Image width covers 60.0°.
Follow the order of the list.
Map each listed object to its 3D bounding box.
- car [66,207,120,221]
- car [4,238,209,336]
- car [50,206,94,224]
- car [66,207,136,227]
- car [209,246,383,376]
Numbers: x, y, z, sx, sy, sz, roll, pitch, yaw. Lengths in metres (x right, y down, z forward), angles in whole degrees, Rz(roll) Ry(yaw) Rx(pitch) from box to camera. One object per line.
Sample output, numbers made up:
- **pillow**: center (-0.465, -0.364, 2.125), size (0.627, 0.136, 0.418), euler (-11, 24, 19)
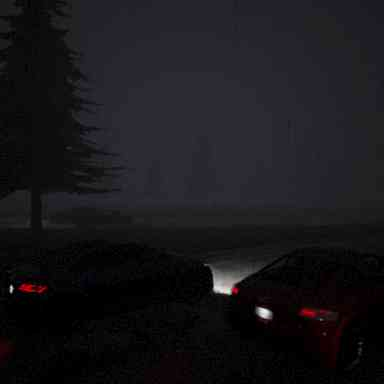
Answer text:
- **car**: center (-9.610, 2.111, 32.526), size (4.718, 1.301, 1.895), euler (0, -1, -3)
- **car**: center (-1.546, 1.676, 7.002), size (4.181, 1.385, 1.994), euler (1, -1, -38)
- **car**: center (-9.826, 1.961, 29.061), size (4.892, 1.490, 1.837), euler (0, -1, -4)
- **car**: center (-6.816, 2.005, 25.717), size (4.718, 1.301, 1.895), euler (0, -1, -4)
- **car**: center (2.585, 1.659, 5.806), size (4.181, 1.385, 1.994), euler (1, -1, -37)
